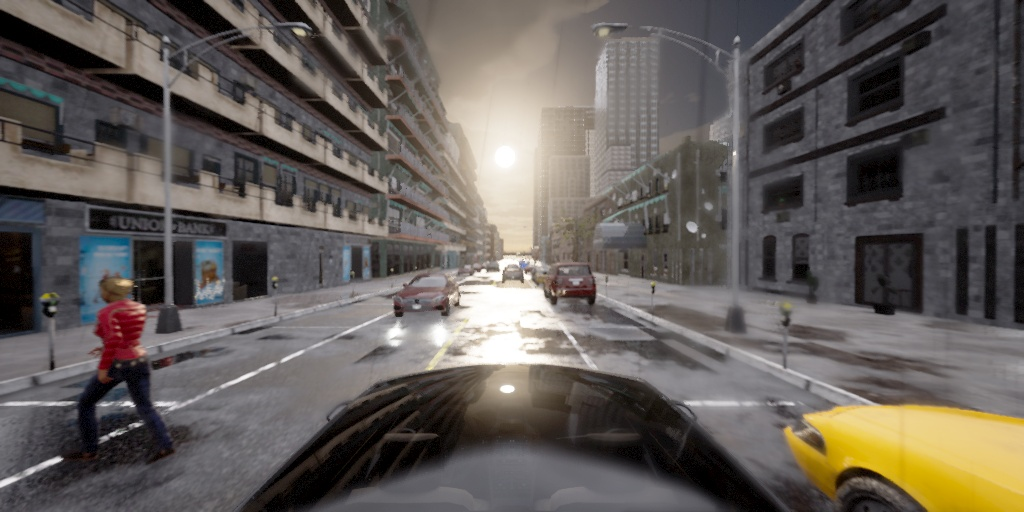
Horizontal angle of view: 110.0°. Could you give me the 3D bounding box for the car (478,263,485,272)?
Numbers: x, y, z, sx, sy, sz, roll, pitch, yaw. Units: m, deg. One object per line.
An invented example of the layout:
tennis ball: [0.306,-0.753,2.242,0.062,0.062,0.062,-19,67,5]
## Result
car: [-5.733,1.839,56.093,1.888,1.381,4.507,0,0,0]

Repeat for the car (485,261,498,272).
car: [-3.044,1.665,58.208,2.097,1.767,4.553,0,0,0]

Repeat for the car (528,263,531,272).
car: [2.669,1.627,33.825,2.007,1.370,4.403,0,0,0]

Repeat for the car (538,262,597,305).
car: [2.645,1.222,17.087,2.192,1.841,5.009,0,0,0]

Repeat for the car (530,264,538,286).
car: [2.660,1.546,28.416,1.751,1.417,4.829,0,0,0]

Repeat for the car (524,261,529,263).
car: [2.652,1.823,50.564,1.802,1.307,4.207,0,0,0]

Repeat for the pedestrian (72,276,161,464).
pedestrian: [-3.774,1.062,3.422,0.375,1.860,0.375,-1,0,0]

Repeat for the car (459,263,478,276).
car: [-5.725,1.768,44.933,1.802,1.307,4.207,0,0,0]

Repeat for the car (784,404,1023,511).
car: [3.001,1.193,0.451,1.801,1.575,5.366,0,-1,0]

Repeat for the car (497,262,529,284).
car: [0.073,1.541,31.016,2.128,1.511,4.902,0,-1,0]

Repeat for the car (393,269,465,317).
car: [-3.114,1.401,13.935,1.812,1.442,4.674,0,0,-1]
